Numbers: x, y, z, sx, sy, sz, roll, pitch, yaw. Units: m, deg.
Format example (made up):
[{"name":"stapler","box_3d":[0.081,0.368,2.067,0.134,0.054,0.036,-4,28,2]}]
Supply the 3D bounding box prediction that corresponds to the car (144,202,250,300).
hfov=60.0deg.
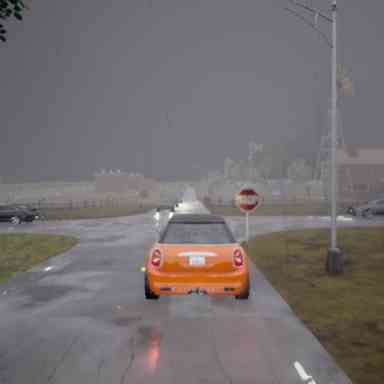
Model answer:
[{"name":"car","box_3d":[0.101,1.309,8.429,2.097,1.767,4.553,0,0,0]}]

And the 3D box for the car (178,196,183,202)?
[{"name":"car","box_3d":[-2.827,1.420,47.414,2.033,1.411,5.357,0,0,1]}]

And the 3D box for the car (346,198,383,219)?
[{"name":"car","box_3d":[13.508,1.136,24.132,4.181,1.385,1.994,-1,1,-1]}]

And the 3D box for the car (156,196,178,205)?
[{"name":"car","box_3d":[-2.835,1.372,36.869,1.837,1.490,4.892,0,0,0]}]

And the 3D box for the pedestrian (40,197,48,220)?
[{"name":"pedestrian","box_3d":[-12.149,1.318,27.280,0.375,1.860,0.375,0,2,0]}]

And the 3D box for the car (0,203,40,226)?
[{"name":"car","box_3d":[-13.588,1.604,24.041,4.892,1.490,1.837,-1,1,3]}]

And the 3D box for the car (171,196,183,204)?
[{"name":"car","box_3d":[-2.754,1.484,60.857,1.994,1.385,4.181,0,0,0]}]
